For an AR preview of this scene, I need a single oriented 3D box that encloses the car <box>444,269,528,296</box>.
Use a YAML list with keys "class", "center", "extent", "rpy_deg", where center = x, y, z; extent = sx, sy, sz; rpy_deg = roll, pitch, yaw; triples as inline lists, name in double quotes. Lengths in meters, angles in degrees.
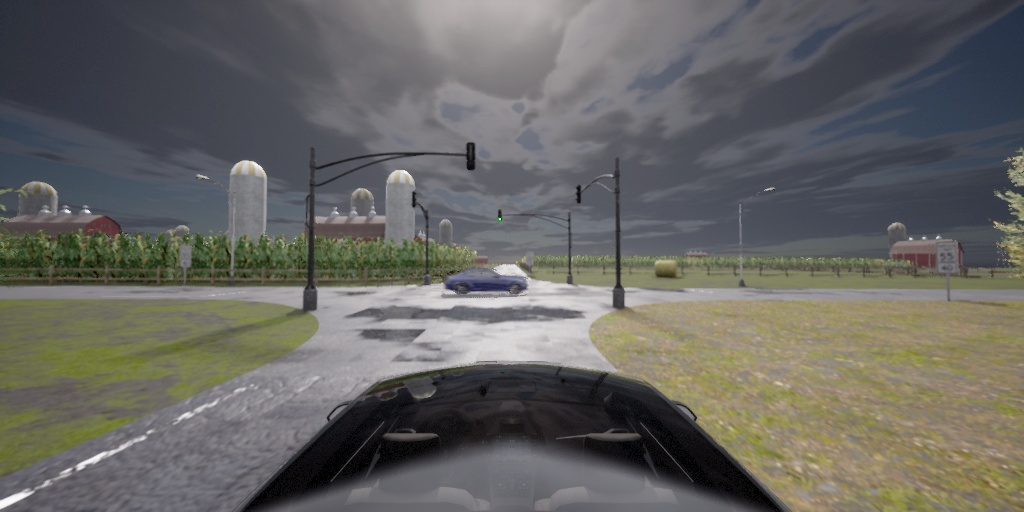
- class: "car"
  center: [-1.455, 1.442, 20.175]
  extent: [4.674, 1.442, 1.812]
  rpy_deg: [0, -1, -4]
